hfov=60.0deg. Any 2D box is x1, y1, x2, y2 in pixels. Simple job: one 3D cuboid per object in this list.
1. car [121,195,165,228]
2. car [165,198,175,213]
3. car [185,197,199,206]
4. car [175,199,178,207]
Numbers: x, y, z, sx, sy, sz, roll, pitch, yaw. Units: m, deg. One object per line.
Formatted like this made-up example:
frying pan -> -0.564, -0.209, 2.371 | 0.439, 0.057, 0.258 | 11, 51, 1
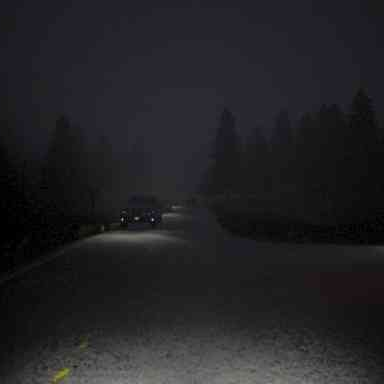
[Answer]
car -> -3.295, 1.225, 22.612 | 2.150, 2.045, 5.566 | 0, 0, 0
car -> -3.290, 1.483, 37.111 | 1.882, 1.535, 5.008 | 0, 0, 0
car -> 0.000, 1.533, 54.125 | 1.812, 1.442, 4.674 | 0, 0, 0
car -> -3.254, 1.572, 52.604 | 1.994, 1.385, 4.181 | 0, 0, 0
